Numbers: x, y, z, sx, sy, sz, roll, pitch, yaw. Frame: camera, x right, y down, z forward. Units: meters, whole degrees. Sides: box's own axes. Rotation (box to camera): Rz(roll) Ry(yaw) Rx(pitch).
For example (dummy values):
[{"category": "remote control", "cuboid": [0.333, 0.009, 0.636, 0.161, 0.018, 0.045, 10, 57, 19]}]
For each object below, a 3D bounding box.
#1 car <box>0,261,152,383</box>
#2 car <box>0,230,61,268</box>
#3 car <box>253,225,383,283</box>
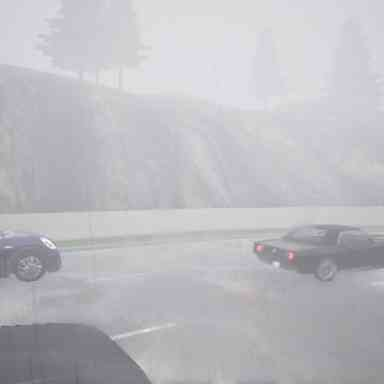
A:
[{"category": "car", "cuboid": [-2.790, 1.546, 1.749, 5.357, 1.411, 2.033, 0, 0, -35]}, {"category": "car", "cuboid": [-5.722, 1.353, 8.230, 4.553, 1.767, 2.097, 0, 0, -36]}, {"category": "car", "cuboid": [4.227, 1.608, 9.617, 4.718, 1.301, 1.895, 0, 0, -24]}]
